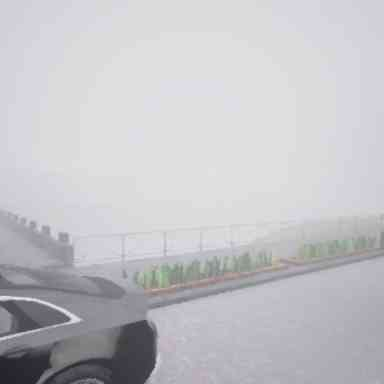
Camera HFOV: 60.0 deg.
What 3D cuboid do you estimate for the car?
[{"bbox_3d":[-2.618,1.490,2.739,4.902,1.511,2.128,0,0,-36],"label":"car"}]
